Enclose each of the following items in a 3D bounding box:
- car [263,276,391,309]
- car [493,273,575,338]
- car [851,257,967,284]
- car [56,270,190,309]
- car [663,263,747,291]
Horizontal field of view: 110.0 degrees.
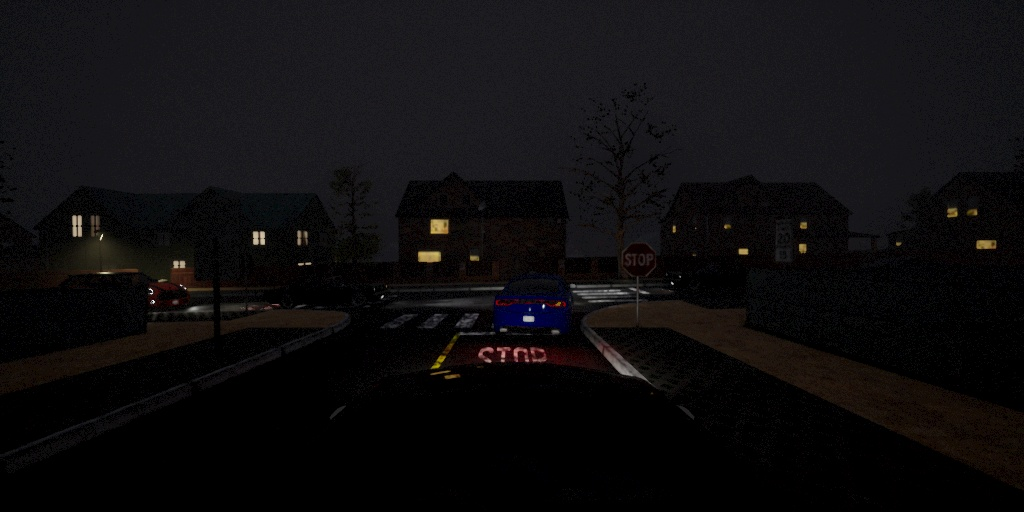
[{"bbox_3d":[-7.812,1.505,15.496,4.718,1.301,1.895,-1,1,0],"label":"car"},{"bbox_3d":[0.786,1.226,10.289,1.882,1.535,5.008,0,0,10],"label":"car"},{"bbox_3d":[20.055,0.752,18.462,5.357,1.411,2.033,-1,1,0],"label":"car"},{"bbox_3d":[-16.800,1.471,15.488,4.553,1.767,2.097,-1,1,0],"label":"car"},{"bbox_3d":[10.410,1.033,18.425,4.718,1.301,1.895,-1,1,-1],"label":"car"}]
